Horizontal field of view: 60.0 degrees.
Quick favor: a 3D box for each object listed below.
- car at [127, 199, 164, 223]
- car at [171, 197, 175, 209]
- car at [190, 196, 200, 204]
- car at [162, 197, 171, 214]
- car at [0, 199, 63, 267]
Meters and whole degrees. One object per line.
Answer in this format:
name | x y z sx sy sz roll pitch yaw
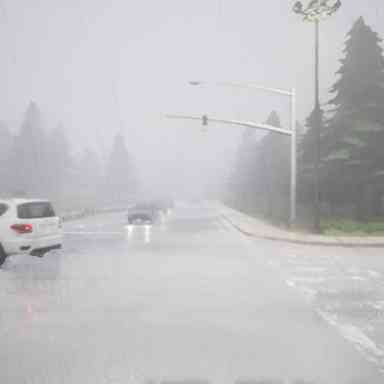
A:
car | -3.592 1.530 25.316 2.033 1.411 5.357 0 0 0
car | -3.430 1.459 45.769 2.128 1.511 4.902 0 0 1
car | 0.676 1.446 64.410 2.128 1.511 4.902 0 0 2
car | -3.564 1.480 35.503 1.837 1.490 4.892 0 0 0
car | -7.077 1.231 11.053 5.566 2.045 2.150 0 -1 15
